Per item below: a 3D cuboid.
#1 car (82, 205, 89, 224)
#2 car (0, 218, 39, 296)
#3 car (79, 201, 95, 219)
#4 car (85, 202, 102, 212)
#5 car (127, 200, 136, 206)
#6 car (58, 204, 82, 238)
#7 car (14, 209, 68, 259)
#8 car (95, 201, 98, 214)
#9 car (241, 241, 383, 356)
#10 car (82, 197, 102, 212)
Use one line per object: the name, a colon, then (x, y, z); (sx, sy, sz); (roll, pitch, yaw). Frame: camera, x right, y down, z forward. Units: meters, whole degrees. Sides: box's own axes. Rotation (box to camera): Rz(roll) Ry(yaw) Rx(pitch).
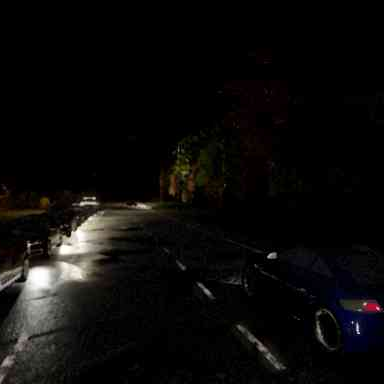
car: (-9.183, 1.899, 25.174); (1.895, 1.301, 4.718); (0, -1, -13)
car: (-4.891, 1.570, 7.085); (1.882, 1.535, 5.008); (0, -1, -13)
car: (-10.596, 1.857, 31.180); (2.128, 1.511, 4.902); (0, -1, -13)
car: (-14.733, 2.174, 49.945); (1.895, 1.301, 4.718); (0, -1, -10)
car: (-13.429, 2.393, 73.365); (1.895, 1.301, 4.718); (0, -1, -13)
car: (-7.780, 1.708, 19.250); (1.882, 1.535, 5.008); (0, -1, -13)
car: (-6.334, 1.666, 13.164); (1.837, 1.490, 4.892); (0, -1, -13)
car: (-12.042, 2.000, 37.425); (1.994, 1.385, 4.181); (0, -1, -12)
car: (2.491, 1.624, 6.298); (1.994, 1.385, 4.181); (0, -1, -13)
car: (-13.495, 1.727, 43.700); (2.150, 2.045, 5.566); (0, -1, -12)
